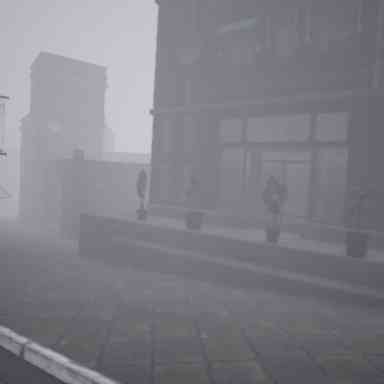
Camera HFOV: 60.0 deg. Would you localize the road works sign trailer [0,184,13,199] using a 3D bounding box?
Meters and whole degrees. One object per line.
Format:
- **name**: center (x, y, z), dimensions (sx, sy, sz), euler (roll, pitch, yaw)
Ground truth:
- **road works sign trailer**: center (-16.724, 0.204, 26.766), dimensions (2.380, 2.880, 3.560), euler (33, 22, 27)
